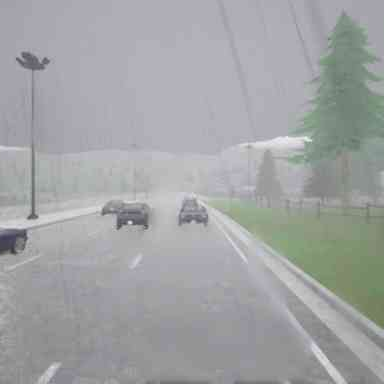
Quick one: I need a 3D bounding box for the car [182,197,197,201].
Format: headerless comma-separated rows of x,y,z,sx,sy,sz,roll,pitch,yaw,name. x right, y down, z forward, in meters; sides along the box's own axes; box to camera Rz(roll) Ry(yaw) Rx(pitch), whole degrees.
-0.282,1.314,41.445,2.128,1.511,4.902,0,0,-1,car

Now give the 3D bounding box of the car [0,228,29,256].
-6.906,1.558,10.067,1.895,1.301,4.718,0,0,0,car

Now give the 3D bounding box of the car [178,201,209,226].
0.073,1.505,22.360,1.895,1.301,4.718,0,0,0,car

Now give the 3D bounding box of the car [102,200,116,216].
-7.044,1.431,31.059,1.994,1.385,4.181,0,0,-1,car

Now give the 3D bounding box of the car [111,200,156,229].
-3.421,1.416,20.739,1.837,1.490,4.892,0,0,0,car
